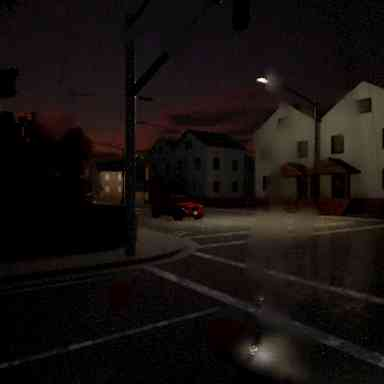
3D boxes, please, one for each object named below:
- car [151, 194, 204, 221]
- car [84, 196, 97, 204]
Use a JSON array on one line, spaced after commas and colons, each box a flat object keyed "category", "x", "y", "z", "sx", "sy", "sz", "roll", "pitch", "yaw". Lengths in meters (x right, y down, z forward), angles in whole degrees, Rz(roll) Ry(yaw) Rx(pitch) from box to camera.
[{"category": "car", "x": -1.327, "y": 1.223, "z": 27.388, "sx": 2.150, "sy": 2.045, "sz": 5.566, "roll": 0, "pitch": 0, "yaw": -35}, {"category": "car", "x": -14.924, "y": 1.354, "z": 46.573, "sx": 2.097, "sy": 1.767, "sz": 4.553, "roll": 0, "pitch": 0, "yaw": -35}]
